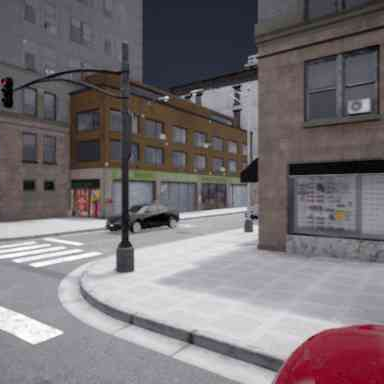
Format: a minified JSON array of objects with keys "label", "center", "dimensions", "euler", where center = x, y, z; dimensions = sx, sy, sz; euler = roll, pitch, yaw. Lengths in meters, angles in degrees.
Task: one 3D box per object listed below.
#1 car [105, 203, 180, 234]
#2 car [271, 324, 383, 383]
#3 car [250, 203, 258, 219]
[{"label":"car","center":[-2.706,1.405,19.092],"dimensions":[1.882,1.535,5.008],"euler":[0,1,34]},{"label":"car","center":[2.603,1.315,0.947],"dimensions":[5.009,1.841,2.192],"euler":[0,0,36]},{"label":"car","center":[5.923,1.448,26.077],"dimensions":[1.994,1.385,4.181],"euler":[0,0,35]}]
